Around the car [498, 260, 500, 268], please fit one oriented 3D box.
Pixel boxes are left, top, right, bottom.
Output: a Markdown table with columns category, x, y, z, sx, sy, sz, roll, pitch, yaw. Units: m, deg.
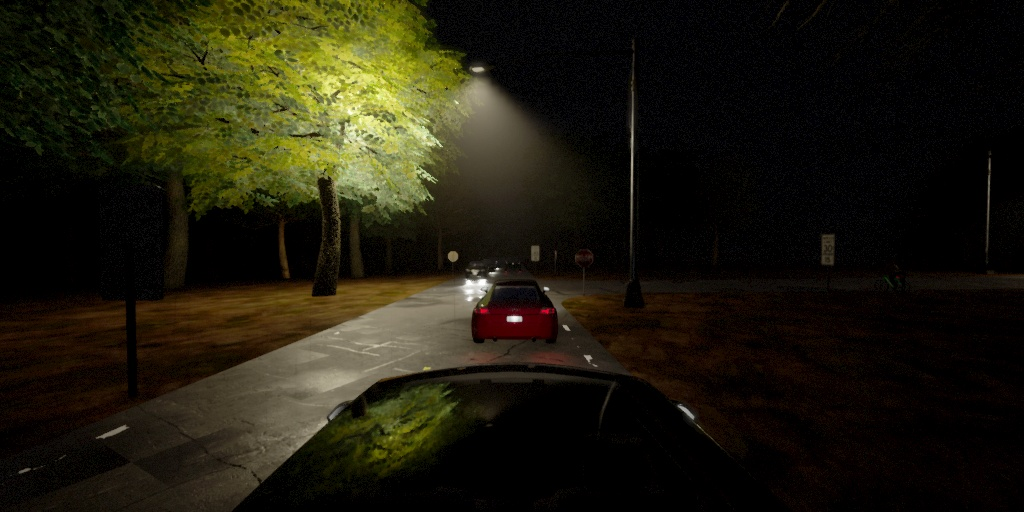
| category | x | y | z | sx | sy | sz | roll | pitch | yaw |
| --- | --- | --- | --- | --- | --- | --- | --- | --- | --- |
| car | -3.062 | 0.942 | 56.636 | 2.097 | 1.767 | 4.553 | 0 | 0 | 0 |

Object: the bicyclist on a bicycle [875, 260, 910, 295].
| category | x | y | z | sx | sy | sz | roll | pitch | yaw |
| --- | --- | --- | --- | --- | --- | --- | --- | --- | --- |
| bicyclist on a bicycle | 18.546 | 1.037 | 17.518 | 0.582 | 1.620 | 1.656 | -1 | 0 | 0 |

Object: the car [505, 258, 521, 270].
| category | x | y | z | sx | sy | sz | roll | pitch | yaw |
| --- | --- | --- | --- | --- | --- | --- | --- | --- | --- |
| car | 0.101 | 0.983 | 48.667 | 2.097 | 1.767 | 4.553 | 0 | 0 | 0 |

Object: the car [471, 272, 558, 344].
| category | x | y | z | sx | sy | sz | roll | pitch | yaw |
| --- | --- | --- | --- | --- | --- | --- | --- | --- | --- |
| car | 0.088 | 1.307 | 9.631 | 1.994 | 1.385 | 4.181 | 0 | 0 | 1 |

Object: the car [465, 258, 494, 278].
| category | x | y | z | sx | sy | sz | roll | pitch | yaw |
| --- | --- | --- | --- | --- | --- | --- | --- | --- | --- |
| car | -3.099 | 1.178 | 32.435 | 2.128 | 1.511 | 4.902 | 0 | 0 | 0 |

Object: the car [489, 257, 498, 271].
| category | x | y | z | sx | sy | sz | roll | pitch | yaw |
| --- | --- | --- | --- | --- | --- | --- | --- | --- | --- |
| car | -3.092 | 1.130 | 44.125 | 1.882 | 1.535 | 5.008 | 0 | 0 | 0 |
